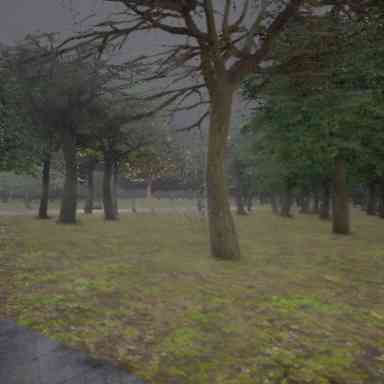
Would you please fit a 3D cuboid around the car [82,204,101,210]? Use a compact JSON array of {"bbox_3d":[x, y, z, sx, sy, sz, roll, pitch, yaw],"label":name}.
[{"bbox_3d":[-25.569,3.782,84.689,2.097,1.767,4.553,0,-2,36],"label":"car"}]
